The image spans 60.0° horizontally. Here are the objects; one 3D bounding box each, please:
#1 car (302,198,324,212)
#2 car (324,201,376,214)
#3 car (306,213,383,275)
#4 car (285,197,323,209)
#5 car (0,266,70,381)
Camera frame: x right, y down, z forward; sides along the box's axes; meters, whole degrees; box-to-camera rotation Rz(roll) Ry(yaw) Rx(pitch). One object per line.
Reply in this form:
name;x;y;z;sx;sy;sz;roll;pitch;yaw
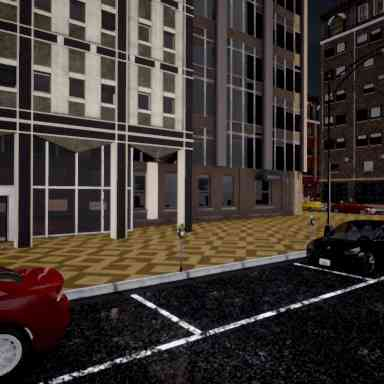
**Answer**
car;12.271;1.467;36.600;1.752;1.417;4.829;0;0;-36
car;15.480;1.535;32.142;1.802;1.307;4.206;0;0;-36
car;5.441;1.567;10.462;4.313;1.339;1.947;0;0;-36
car;15.563;1.500;46.369;1.752;1.417;4.829;0;0;-36
car;-3.808;1.545;3.837;4.507;1.381;1.887;0;0;-36
